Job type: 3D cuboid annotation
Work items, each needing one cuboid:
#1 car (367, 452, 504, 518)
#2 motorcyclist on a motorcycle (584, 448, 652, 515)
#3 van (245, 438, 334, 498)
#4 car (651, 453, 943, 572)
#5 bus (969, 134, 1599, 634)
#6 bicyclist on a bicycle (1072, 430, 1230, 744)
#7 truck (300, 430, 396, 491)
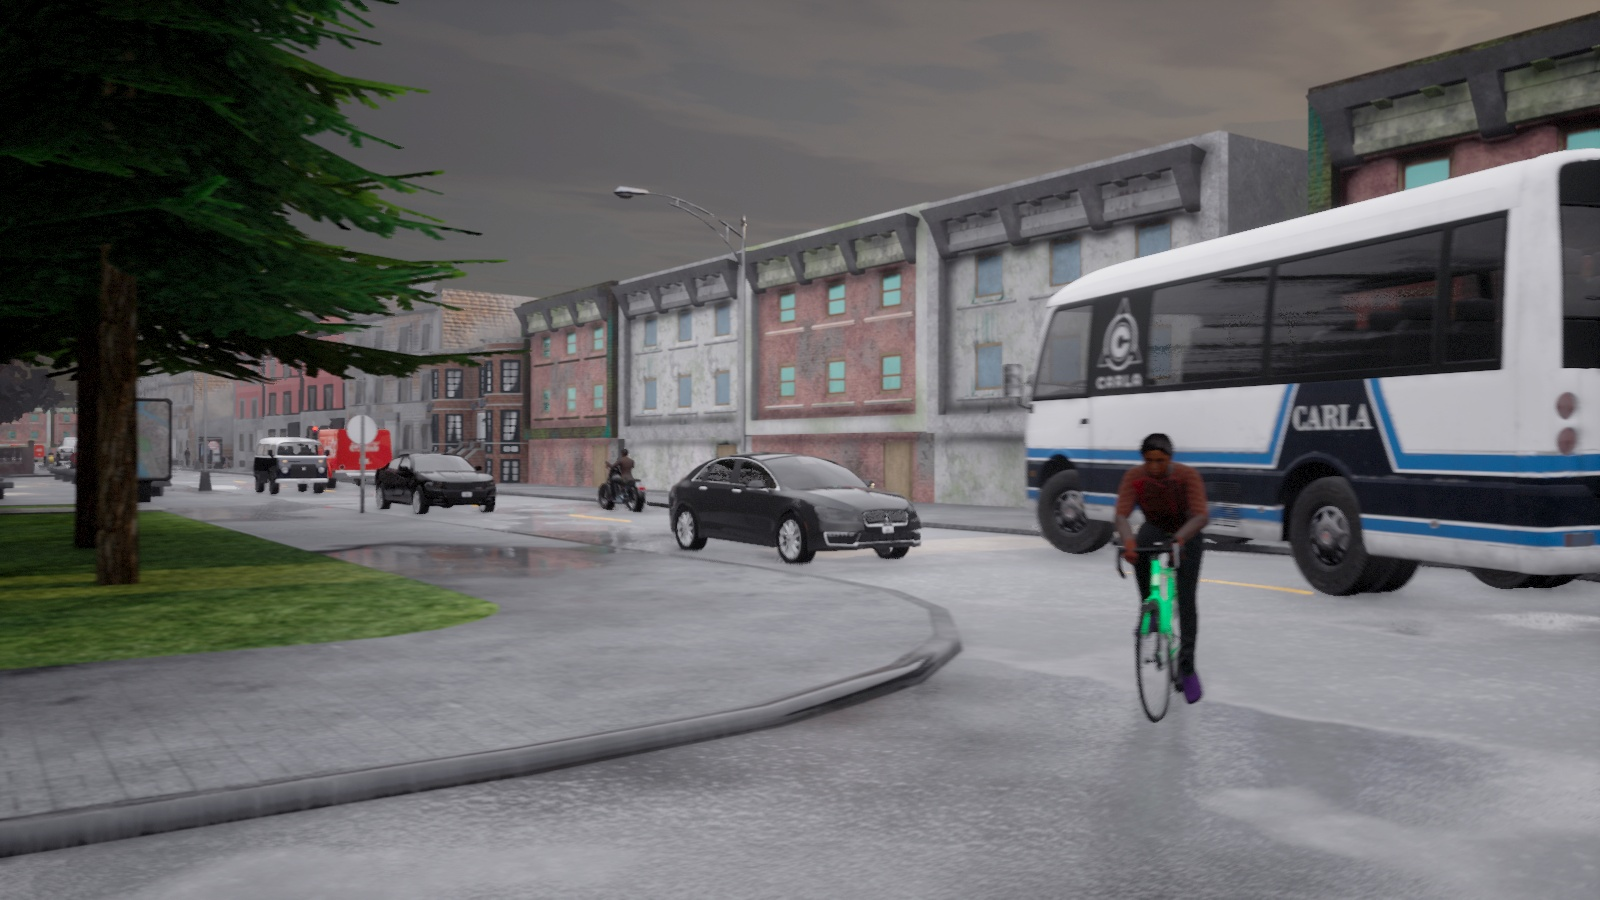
[{"bbox_3d":[-9.305,0.826,31.752,1.882,1.535,5.008,0,0,-34],"label":"car"},{"bbox_3d":[-4.653,0.789,32.018,0.766,1.649,2.350,0,0,-34],"label":"motorcyclist on a motorcycle"},{"bbox_3d":[-18.425,0.627,45.196,2.069,2.038,4.480,0,0,-34],"label":"van"},{"bbox_3d":[-0.219,0.798,18.357,1.837,1.490,4.892,0,0,-34],"label":"car"},{"bbox_3d":[6.140,-0.625,16.173,3.944,4.253,10.273,-1,1,-16],"label":"bus"},{"bbox_3d":[2.095,0.713,7.361,0.582,1.620,1.656,-2,-1,25],"label":"bicyclist on a bicycle"},{"bbox_3d":[-19.402,0.436,53.757,2.627,2.467,5.204,0,-1,-34],"label":"truck"}]
